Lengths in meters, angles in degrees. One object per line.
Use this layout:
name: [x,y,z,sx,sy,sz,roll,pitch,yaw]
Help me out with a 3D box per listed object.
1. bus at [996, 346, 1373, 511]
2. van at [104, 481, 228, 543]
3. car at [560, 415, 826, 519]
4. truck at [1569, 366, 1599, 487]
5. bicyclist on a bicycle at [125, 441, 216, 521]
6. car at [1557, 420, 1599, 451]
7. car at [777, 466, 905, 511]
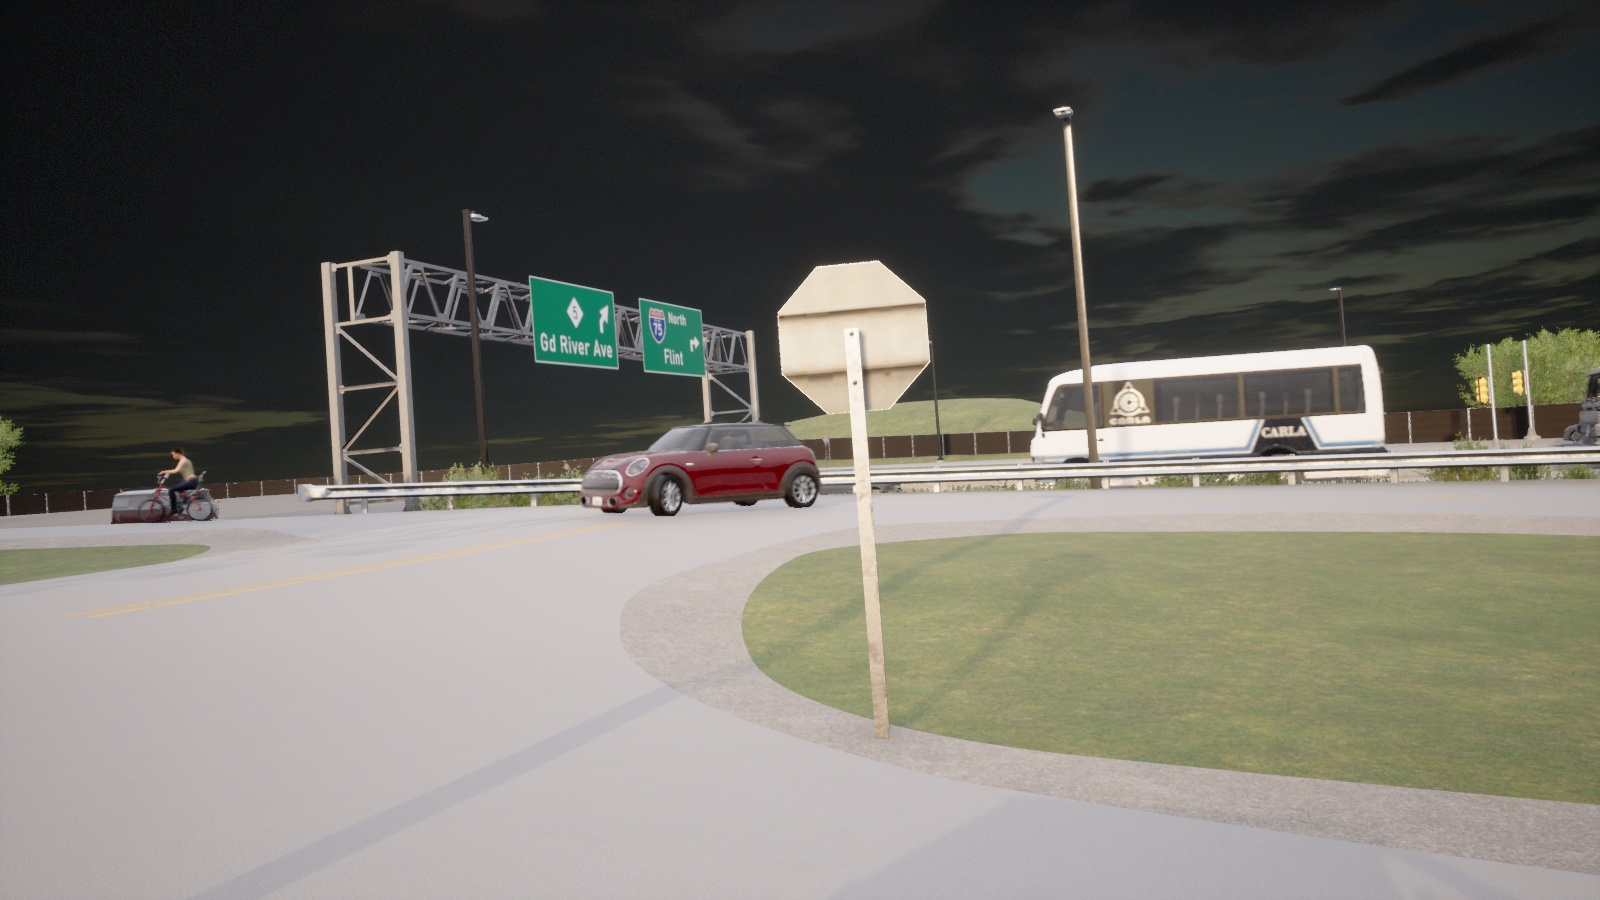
bus: [11.525,-0.530,38.103,10.273,4.253,3.944,-3,0,21]
van: [-22.162,2.165,43.865,4.442,1.987,1.775,-3,0,33]
car: [-1.939,0.267,23.522,4.553,1.767,2.097,-1,0,-39]
truck: [26.991,-0.865,35.982,7.936,3.462,2.891,-3,0,21]
bicyclist on a bicycle: [-13.289,0.645,26.535,1.509,1.612,0.866,-2,0,-11]
car: [37.963,-0.728,58.515,1.994,1.385,4.181,-3,1,-43]
car: [1.500,1.398,45.671,4.181,1.385,1.994,-3,0,21]
